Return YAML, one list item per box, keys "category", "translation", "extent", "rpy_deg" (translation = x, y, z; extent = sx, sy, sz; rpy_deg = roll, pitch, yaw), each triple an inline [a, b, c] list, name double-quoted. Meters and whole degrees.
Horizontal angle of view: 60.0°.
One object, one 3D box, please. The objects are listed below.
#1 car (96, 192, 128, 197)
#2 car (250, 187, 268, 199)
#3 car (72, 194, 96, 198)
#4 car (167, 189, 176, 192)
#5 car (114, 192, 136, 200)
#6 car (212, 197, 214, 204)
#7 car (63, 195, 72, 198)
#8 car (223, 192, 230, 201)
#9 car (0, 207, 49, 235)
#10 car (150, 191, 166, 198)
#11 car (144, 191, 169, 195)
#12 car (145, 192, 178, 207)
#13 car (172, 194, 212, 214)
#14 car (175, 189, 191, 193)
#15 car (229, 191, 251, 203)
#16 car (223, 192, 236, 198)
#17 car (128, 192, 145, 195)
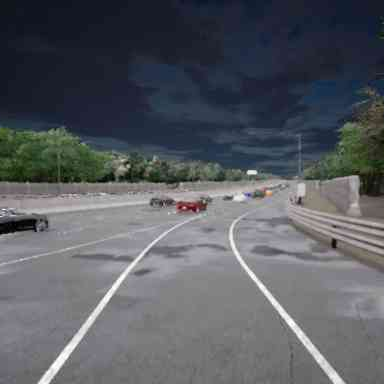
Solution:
- category: "car"
  translation: [-12.132, 1.092, 50.587]
  extent: [1.994, 1.385, 4.181]
  rpy_deg: [0, 1, 20]
- category: "car"
  translation: [15.190, 0.393, 75.033]
  extent: [2.150, 2.045, 5.566]
  rpy_deg: [0, 1, 19]
- category: "car"
  translation: [-15.638, 1.021, 51.175]
  extent: [1.837, 1.490, 4.892]
  rpy_deg: [0, 1, 20]
- category: "car"
  translation: [-5.014, 0.268, 80.879]
  extent: [2.150, 2.045, 5.566]
  rpy_deg: [0, 1, 19]
- category: "car"
  translation: [-13.563, 0.823, 67.216]
  extent: [2.128, 1.511, 4.902]
  rpy_deg: [0, 1, 20]
- category: "car"
  translation: [1.702, 1.093, 47.518]
  extent: [1.837, 1.490, 4.892]
  rpy_deg: [0, 1, 20]
- category: "car"
  translation: [-18.944, 1.098, 52.298]
  extent: [1.895, 1.301, 4.718]
  rpy_deg: [0, 1, 20]
- category: "car"
  translation: [7.357, 0.979, 63.371]
  extent: [1.895, 1.301, 4.718]
  rpy_deg: [0, 1, 20]
- category: "car"
  translation: [-9.399, 1.485, 16.658]
  extent: [2.128, 1.511, 4.902]
  rpy_deg: [0, 1, 20]
- category: "car"
  translation: [-8.310, 0.548, 82.063]
  extent: [2.128, 1.511, 4.902]
  rpy_deg: [0, 1, 19]
- category: "car"
  translation: [-6.887, 0.936, 65.114]
  extent: [1.895, 1.301, 4.718]
  rpy_deg: [0, 1, 20]
- category: "car"
  translation: [-3.767, 1.152, 42.649]
  extent: [1.837, 1.490, 4.892]
  rpy_deg: [0, 1, 20]
- category: "car"
  translation: [0.135, 1.264, 32.826]
  extent: [1.882, 1.535, 5.008]
  rpy_deg: [0, 1, 20]
- category: "car"
  translation: [-1.641, 0.409, 79.922]
  extent: [2.097, 1.767, 4.553]
  rpy_deg: [0, 1, 19]
- category: "car"
  translation: [7.973, 1.023, 54.659]
  extent: [1.812, 1.442, 4.674]
  rpy_deg: [0, 1, 20]
- category: "car"
  translation: [8.845, 0.709, 78.096]
  extent: [1.895, 1.301, 4.718]
  rpy_deg: [0, 1, 19]
- category: "car"
  translation: [-10.211, 0.797, 66.195]
  extent: [1.882, 1.535, 5.008]
  rpy_deg: [0, 1, 20]
